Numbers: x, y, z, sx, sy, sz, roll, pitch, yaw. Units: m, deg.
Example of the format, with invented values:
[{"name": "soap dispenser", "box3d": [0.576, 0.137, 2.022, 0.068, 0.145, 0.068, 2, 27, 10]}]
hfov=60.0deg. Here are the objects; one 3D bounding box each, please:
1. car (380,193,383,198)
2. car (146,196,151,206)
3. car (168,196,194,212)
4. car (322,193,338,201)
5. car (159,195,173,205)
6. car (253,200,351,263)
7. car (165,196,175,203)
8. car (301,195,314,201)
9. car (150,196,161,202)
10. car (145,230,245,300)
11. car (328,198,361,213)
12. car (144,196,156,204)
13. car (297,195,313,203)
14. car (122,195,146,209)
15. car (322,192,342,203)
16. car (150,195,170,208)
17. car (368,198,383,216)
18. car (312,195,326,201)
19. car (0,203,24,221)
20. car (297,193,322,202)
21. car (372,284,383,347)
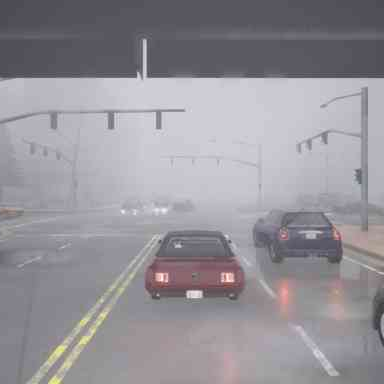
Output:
[{"name": "car", "box3d": [39.115, 1.153, 65.724, 1.932, 1.855, 4.605, 0, 0, 0]}, {"name": "car", "box3d": [-8.012, 1.478, 53.972, 1.882, 1.535, 5.008, 0, 0, 0]}, {"name": "car", "box3d": [-1.085, 1.526, 38.181, 1.812, 1.442, 4.674, 1, 0, 10]}, {"name": "car", "box3d": [33.525, 1.153, 80.771, 1.932, 1.855, 4.605, 0, 0, 0]}, {"name": "car", "box3d": [-4.529, 1.352, 58.606, 2.097, 1.767, 4.553, 0, 0, 0]}, {"name": "car", "box3d": [3.585, 1.352, 12.126, 2.097, 1.767, 4.553, 0, 0, 0]}, {"name": "car", "box3d": [-4.517, 1.601, 68.761, 1.895, 1.301, 4.718, 0, 0, 0]}, {"name": "car", "box3d": [27.947, 1.395, 80.707, 1.970, 1.475, 3.806, 0, 0, 0]}, {"name": "car", "box3d": [-8.044, 1.552, 73.990, 1.994, 1.385, 4.181, 0, 0, 0]}, {"name": "car", "box3d": [0.070, 1.601, 8.361, 1.895, 1.301, 4.718, 0, 0, 0]}, {"name": "car", "box3d": [16.682, 1.564, 33.932, 4.181, 1.385, 1.994, 0, 0, 1]}, {"name": "car", "box3d": [-8.025, 1.526, 63.978, 1.812, 1.442, 4.674, 0, 0, 0]}, {"name": "car", "box3d": [22.218, 1.395, 65.590, 1.970, 1.475, 3.806, 0, 0, 0]}, {"name": "car", "box3d": [-8.030, 1.352, 44.802, 2.097, 1.767, 4.553, 0, 0, 2]}, {"name": "car", "box3d": [19.557, 1.156, 48.116, 1.905, 1.878, 3.866, 0, 0, 0]}, {"name": "car", "box3d": [-4.491, 1.491, 49.564, 2.128, 1.511, 4.902, 0, 0, 0]}, {"name": "car", "box3d": [19.266, 1.505, 30.398, 4.892, 1.490, 1.837, 0, 0, 1]}, {"name": "car", "box3d": [30.842, 1.364, 80.714, 1.784, 1.438, 3.905, 0, 0, 0]}, {"name": "car", "box3d": [-16.118, 1.478, 26.596, 5.008, 1.535, 1.882, 0, 0, -2]}, {"name": "car", "box3d": [16.663, 1.153, 48.163, 1.932, 1.855, 4.605, 0, 0, 0]}, {"name": "car", "box3d": [3.601, 1.505, 3.037, 1.837, 1.490, 4.892, 0, 0, 0]}]
